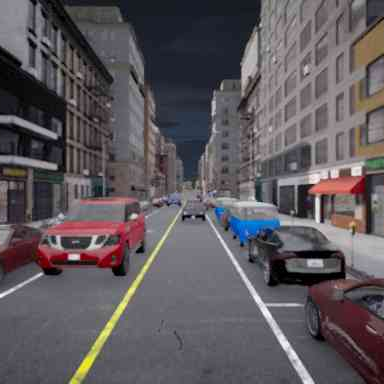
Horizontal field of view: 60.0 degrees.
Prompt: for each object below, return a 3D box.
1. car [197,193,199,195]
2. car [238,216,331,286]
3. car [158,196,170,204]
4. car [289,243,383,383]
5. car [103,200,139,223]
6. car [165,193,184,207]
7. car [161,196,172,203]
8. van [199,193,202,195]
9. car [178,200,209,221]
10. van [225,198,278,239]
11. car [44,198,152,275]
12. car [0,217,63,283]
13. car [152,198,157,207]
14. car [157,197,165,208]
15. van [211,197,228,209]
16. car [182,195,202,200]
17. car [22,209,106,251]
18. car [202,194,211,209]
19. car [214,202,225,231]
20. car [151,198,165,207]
[{"bbox_3d":[2.651,1.354,69.827,2.192,1.841,5.009,0,0,0],"label":"car"},{"bbox_3d":[2.639,1.565,9.207,1.947,1.339,4.313,0,0,0],"label":"car"},{"bbox_3d":[-5.376,1.581,64.317,1.887,1.381,4.507,0,0,0],"label":"car"},{"bbox_3d":[2.638,1.581,3.697,1.802,1.307,4.206,0,0,0],"label":"car"},{"bbox_3d":[-5.383,1.446,25.740,1.967,1.590,4.097,0,0,0],"label":"car"},{"bbox_3d":[-2.777,1.250,51.986,2.150,2.045,5.566,0,0,0],"label":"car"},{"bbox_3d":[-5.374,1.605,69.828,1.947,1.339,4.313,0,0,0],"label":"car"},{"bbox_3d":[2.650,1.376,64.315,1.690,1.788,3.998,0,0,0],"label":"van"},{"bbox_3d":[0.111,1.607,27.132,1.895,1.301,4.718,0,0,0],"label":"car"},{"bbox_3d":[2.640,1.341,14.718,1.690,1.788,3.998,0,0,0],"label":"van"},{"bbox_3d":[-2.822,1.222,10.793,2.150,2.045,5.566,0,0,1],"label":"car"},{"bbox_3d":[-5.386,1.581,9.208,1.802,1.307,4.206,0,0,0],"label":"car"},{"bbox_3d":[-5.381,1.565,36.762,2.008,1.369,4.403,0,0,0],"label":"car"},{"bbox_3d":[-5.379,1.568,47.784,1.887,1.381,4.507,0,0,0],"label":"car"},{"bbox_3d":[2.642,1.346,25.739,1.690,1.788,3.998,0,0,0],"label":"van"},{"bbox_3d":[0.108,1.512,44.632,2.128,1.511,4.902,0,0,0],"label":"car"},{"bbox_3d":[-5.385,1.551,14.719,2.008,1.369,4.403,0,0,0],"label":"car"},{"bbox_3d":[2.645,1.459,42.272,1.967,1.590,4.097,0,0,0],"label":"car"},{"bbox_3d":[2.641,1.552,20.228,2.008,1.369,4.403,0,0,0],"label":"car"},{"bbox_3d":[-5.378,1.610,53.295,1.802,1.307,4.206,0,0,0],"label":"car"}]
